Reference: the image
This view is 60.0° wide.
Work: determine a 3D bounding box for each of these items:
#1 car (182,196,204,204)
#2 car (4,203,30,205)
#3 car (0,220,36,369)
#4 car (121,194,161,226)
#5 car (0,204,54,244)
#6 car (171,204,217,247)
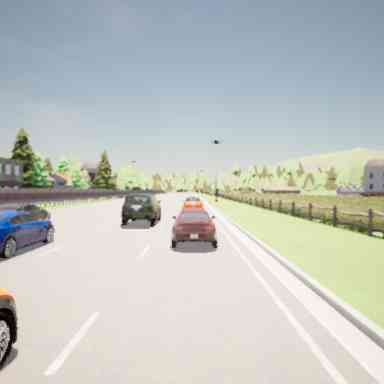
[{"bbox_3d":[0.094,1.216,33.108,2.097,1.767,4.553,0,0,0],"label":"car"},{"bbox_3d":[-10.404,1.423,20.363,1.837,1.490,4.892,0,1,0],"label":"car"},{"bbox_3d":[-3.400,1.340,2.666,2.097,1.767,4.553,0,0,0],"label":"car"},{"bbox_3d":[-3.402,1.129,22.980,2.150,2.045,5.566,0,0,0],"label":"car"},{"bbox_3d":[-6.901,1.426,12.413,1.882,1.535,5.008,0,0,0],"label":"car"},{"bbox_3d":[0.085,1.466,14.593,1.812,1.442,4.674,0,0,0],"label":"car"}]
